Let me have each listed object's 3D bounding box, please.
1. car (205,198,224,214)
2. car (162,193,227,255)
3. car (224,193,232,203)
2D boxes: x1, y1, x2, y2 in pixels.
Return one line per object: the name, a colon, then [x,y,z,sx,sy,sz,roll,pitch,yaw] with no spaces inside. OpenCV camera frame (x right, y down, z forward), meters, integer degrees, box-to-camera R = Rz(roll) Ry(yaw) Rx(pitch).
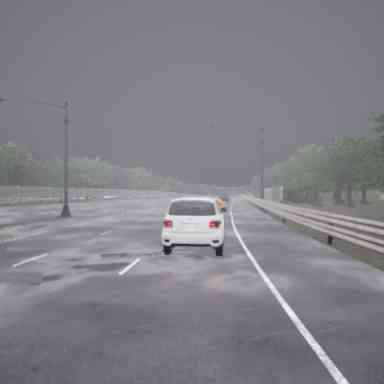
car: [2.585,1.464,37.142,1.882,1.535,5.008,0,0,6]
car: [0.202,1.216,13.517,2.150,2.045,5.566,0,0,5]
car: [6.861,1.284,71.543,2.150,2.045,5.566,0,0,7]
